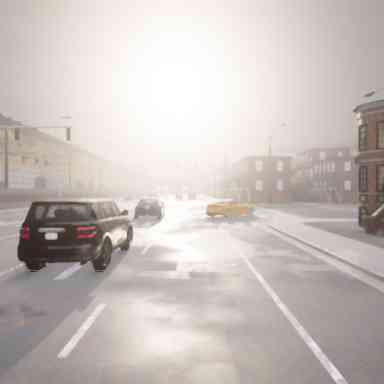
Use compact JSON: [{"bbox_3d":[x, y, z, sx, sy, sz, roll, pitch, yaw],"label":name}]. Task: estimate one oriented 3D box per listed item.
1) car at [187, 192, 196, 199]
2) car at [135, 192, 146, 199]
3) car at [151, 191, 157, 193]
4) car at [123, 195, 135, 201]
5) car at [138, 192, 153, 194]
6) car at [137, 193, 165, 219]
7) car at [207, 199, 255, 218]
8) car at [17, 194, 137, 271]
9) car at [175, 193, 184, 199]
[{"bbox_3d":[-0.033,0.887,88.463,2.150,2.045,5.566,0,0,0],"label":"car"},{"bbox_3d":[-14.034,0.955,90.781,2.097,1.767,4.553,0,0,0],"label":"car"},{"bbox_3d":[-10.534,0.824,90.756,2.150,2.045,5.566,0,0,0],"label":"car"},{"bbox_3d":[-14.028,1.321,74.323,1.895,1.301,4.718,0,0,0],"label":"car"},{"bbox_3d":[-10.528,1.266,74.349,2.033,1.411,5.357,0,0,0],"label":"car"},{"bbox_3d":[-3.442,1.248,27.866,2.097,1.767,4.553,0,0,0],"label":"car"},{"bbox_3d":[3.410,1.372,28.699,5.008,1.535,1.882,0,-2,-44],"label":"car"},{"bbox_3d":[-3.449,1.180,10.901,2.150,2.045,5.566,0,0,0],"label":"car"},{"bbox_3d":[-3.533,1.144,88.763,1.882,1.535,5.008,0,0,0],"label":"car"}]
